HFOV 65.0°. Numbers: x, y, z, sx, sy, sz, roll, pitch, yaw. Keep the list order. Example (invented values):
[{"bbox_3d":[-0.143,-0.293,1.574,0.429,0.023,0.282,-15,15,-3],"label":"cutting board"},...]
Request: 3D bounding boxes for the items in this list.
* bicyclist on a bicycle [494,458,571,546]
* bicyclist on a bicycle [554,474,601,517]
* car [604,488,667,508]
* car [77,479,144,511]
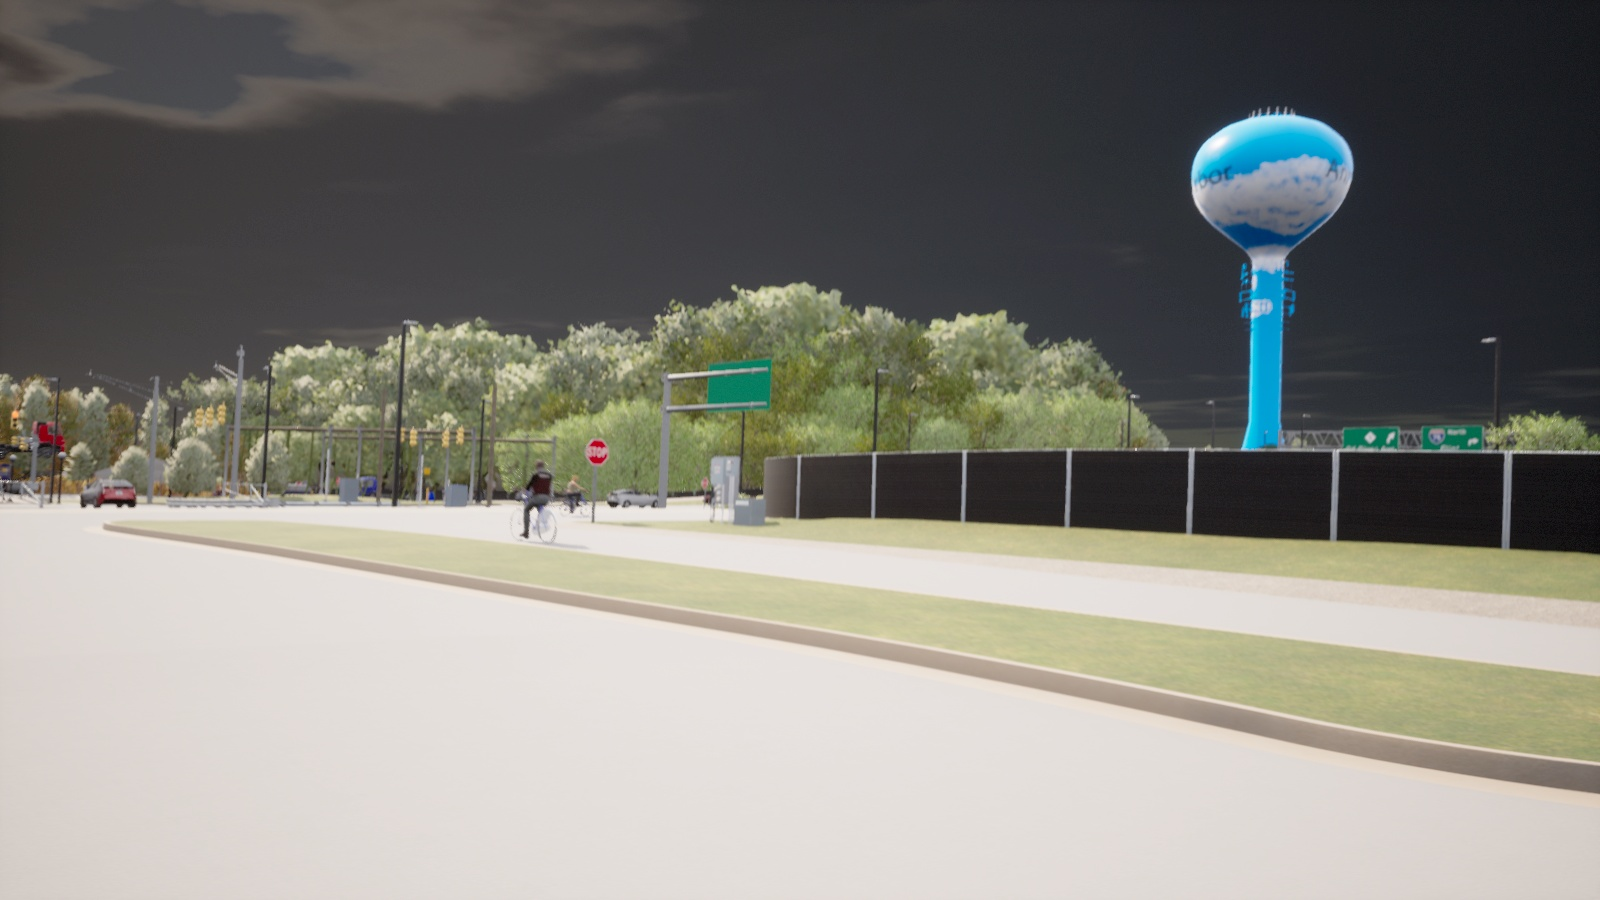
[{"bbox_3d":[-5.679,1.079,26.595,0.659,1.776,1.843,3,-2,-43],"label":"bicyclist on a bicycle"},{"bbox_3d":[-8.647,1.759,48.784,1.509,1.612,0.866,3,-2,-44],"label":"bicyclist on a bicycle"},{"bbox_3d":[-12.792,3.701,97.667,4.514,1.525,2.007,2,-2,-45],"label":"car"},{"bbox_3d":[-34.389,2.227,62.561,2.007,1.525,4.514,2,-2,-40],"label":"car"}]
